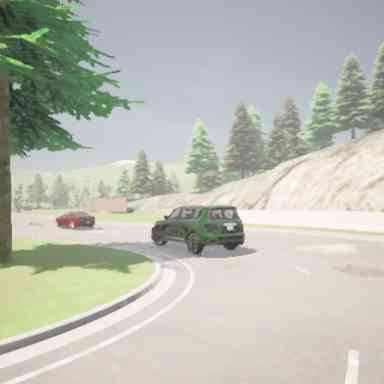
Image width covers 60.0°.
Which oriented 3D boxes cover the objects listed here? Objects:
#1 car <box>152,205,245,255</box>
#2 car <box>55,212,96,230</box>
[{"bbox_3d":[0.104,1.653,15.789,2.150,2.045,5.566,1,-3,-33],"label":"car"},{"bbox_3d":[-10.618,2.507,30.038,5.008,1.535,1.882,-3,-2,43],"label":"car"}]
